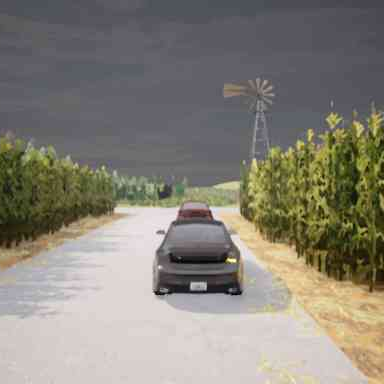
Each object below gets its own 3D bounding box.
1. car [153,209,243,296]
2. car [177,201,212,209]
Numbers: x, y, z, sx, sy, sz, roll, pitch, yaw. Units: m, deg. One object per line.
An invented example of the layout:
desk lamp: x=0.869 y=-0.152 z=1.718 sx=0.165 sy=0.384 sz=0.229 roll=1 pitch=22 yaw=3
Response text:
car: x=0.125 y=1.407 z=8.382 sx=1.837 sy=1.490 sz=4.892 roll=0 pitch=1 yaw=0
car: x=0.154 y=1.226 z=18.882 sx=1.882 sy=1.535 sz=5.008 roll=0 pitch=1 yaw=0
